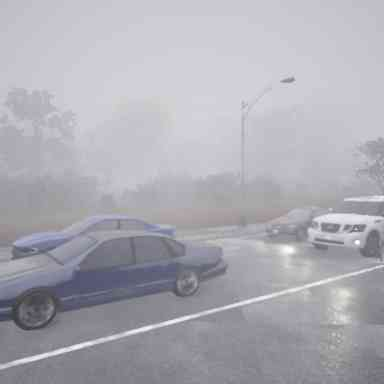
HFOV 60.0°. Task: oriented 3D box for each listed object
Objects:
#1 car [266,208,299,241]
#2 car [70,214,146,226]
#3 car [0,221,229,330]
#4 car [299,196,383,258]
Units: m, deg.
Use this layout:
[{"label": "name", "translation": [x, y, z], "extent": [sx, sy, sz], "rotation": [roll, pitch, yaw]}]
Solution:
[{"label": "car", "translation": [5.730, 1.490, 16.612], "extent": [4.674, 1.442, 1.812], "rotation": [-1, 1, -35]}, {"label": "car", "translation": [-2.872, 1.486, 10.533], "extent": [5.008, 1.535, 1.882], "rotation": [0, 0, -35]}, {"label": "car", "translation": [-1.683, 1.554, 7.083], "extent": [5.357, 1.411, 2.033], "rotation": [0, 0, -35]}, {"label": "car", "translation": [7.041, 1.203, 13.268], "extent": [5.566, 2.045, 2.150], "rotation": [-1, 1, -35]}]
